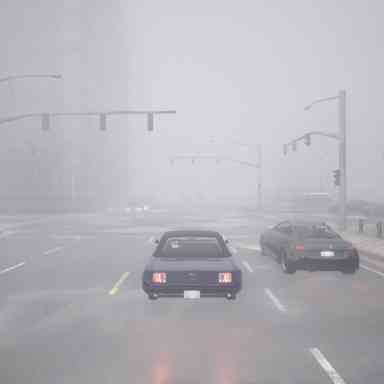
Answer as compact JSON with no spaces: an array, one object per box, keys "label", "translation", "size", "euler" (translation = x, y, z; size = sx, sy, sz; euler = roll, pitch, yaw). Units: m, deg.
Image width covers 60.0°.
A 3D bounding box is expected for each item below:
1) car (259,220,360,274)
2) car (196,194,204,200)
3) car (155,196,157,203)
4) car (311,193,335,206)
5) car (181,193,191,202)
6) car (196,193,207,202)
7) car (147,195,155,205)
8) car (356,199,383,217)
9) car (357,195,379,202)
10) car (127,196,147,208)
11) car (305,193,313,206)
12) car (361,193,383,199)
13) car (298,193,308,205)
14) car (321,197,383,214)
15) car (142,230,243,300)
[{"label":"car","translation":[3.470,1.564,10.579],"size":[1.994,1.385,4.181],"euler":[0,0,-1]},{"label":"car","translation":[2.014,1.386,86.806],"size":[1.812,1.442,4.674],"euler":[0,0,-1]},{"label":"car","translation":[-8.225,1.352,66.801],"size":[2.097,1.767,4.553],"euler":[0,0,0]},{"label":"car","translation":[24.187,1.451,60.050],"size":[3.806,1.475,1.970],"euler":[0,0,0]},{"label":"car","translation":[-1.339,1.215,76.366],"size":[2.150,2.045,5.566],"euler":[0,0,-1]},{"label":"car","translation":[2.161,1.215,76.415],"size":[2.150,2.045,5.566],"euler":[0,0,-1]},{"label":"car","translation":[-8.150,1.491,57.038],"size":[2.128,1.511,4.902],"euler":[0,0,-1]},{"label":"car","translation":[18.098,1.619,31.053],"size":[4.181,1.385,1.994],"euler":[0,0,-1]},{"label":"car","translation":[39.163,1.419,74.182],"size":[3.905,1.438,1.784],"euler":[0,0,0]},{"label":"car","translation":[-8.025,1.505,47.685],"size":[1.837,1.490,4.892],"euler":[0,0,-1]},{"label":"car","translation":[24.167,1.419,62.945],"size":[3.905,1.438,1.784],"euler":[0,0,0]},{"label":"car","translation":[39.119,1.208,71.285],"size":[4.605,1.855,1.932],"euler":[0,0,0]},{"label":"car","translation":[24.097,1.209,65.628],"size":[4.605,1.855,1.932],"euler":[0,0,0]},{"label":"car","translation":[16.544,1.547,34.537],"size":[4.902,1.511,2.128],"euler":[0,0,-1]},{"label":"car","translation":[-0.004,1.601,8.350],"size":[1.895,1.301,4.718],"euler":[0,0,0]}]
